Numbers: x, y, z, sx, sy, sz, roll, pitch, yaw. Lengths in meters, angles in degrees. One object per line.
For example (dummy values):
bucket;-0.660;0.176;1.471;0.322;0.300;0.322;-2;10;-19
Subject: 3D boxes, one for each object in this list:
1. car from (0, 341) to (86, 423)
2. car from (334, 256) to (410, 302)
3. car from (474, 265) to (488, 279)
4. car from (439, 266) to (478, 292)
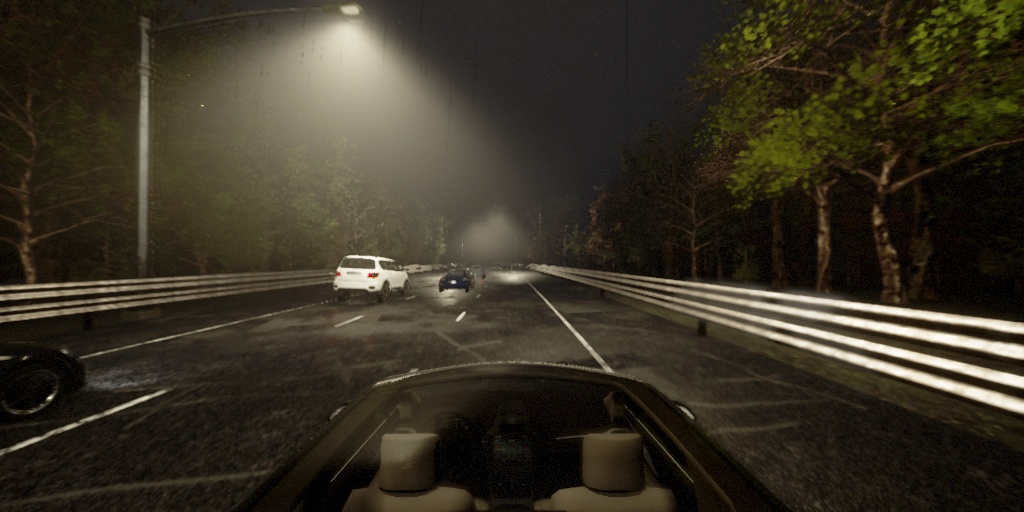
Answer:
car;-6.931;1.338;3.203;1.994;1.385;4.181;0;-1;0
car;-7.020;1.113;18.552;2.150;2.045;5.566;2;-3;0
car;-3.914;1.774;40.395;1.812;1.442;4.674;0;-1;-1
car;-3.580;1.589;23.794;1.994;1.385;4.181;0;-1;-1
